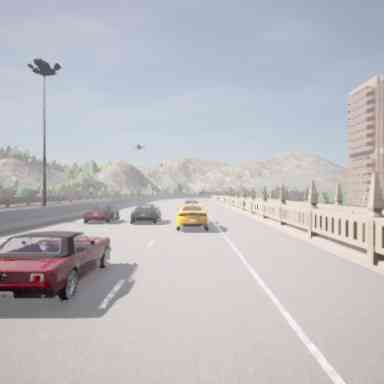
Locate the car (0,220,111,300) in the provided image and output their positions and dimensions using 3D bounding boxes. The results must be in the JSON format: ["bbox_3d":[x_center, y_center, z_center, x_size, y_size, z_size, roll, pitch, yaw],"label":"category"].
[{"bbox_3d":[-3.429,1.616,8.342,1.895,1.301,4.718,0,0,0],"label":"car"}]

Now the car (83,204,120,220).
[{"bbox_3d":[-6.994,1.609,26.091,1.994,1.385,4.181,0,0,0],"label":"car"}]

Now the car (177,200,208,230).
[{"bbox_3d":[0.024,1.511,21.572,1.882,1.535,5.008,0,0,0],"label":"car"}]

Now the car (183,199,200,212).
[{"bbox_3d":[-0.050,1.627,41.329,1.994,1.385,4.181,0,0,0],"label":"car"}]

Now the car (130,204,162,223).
[{"bbox_3d":[-3.493,1.606,25.749,1.994,1.385,4.181,0,0,0],"label":"car"}]
